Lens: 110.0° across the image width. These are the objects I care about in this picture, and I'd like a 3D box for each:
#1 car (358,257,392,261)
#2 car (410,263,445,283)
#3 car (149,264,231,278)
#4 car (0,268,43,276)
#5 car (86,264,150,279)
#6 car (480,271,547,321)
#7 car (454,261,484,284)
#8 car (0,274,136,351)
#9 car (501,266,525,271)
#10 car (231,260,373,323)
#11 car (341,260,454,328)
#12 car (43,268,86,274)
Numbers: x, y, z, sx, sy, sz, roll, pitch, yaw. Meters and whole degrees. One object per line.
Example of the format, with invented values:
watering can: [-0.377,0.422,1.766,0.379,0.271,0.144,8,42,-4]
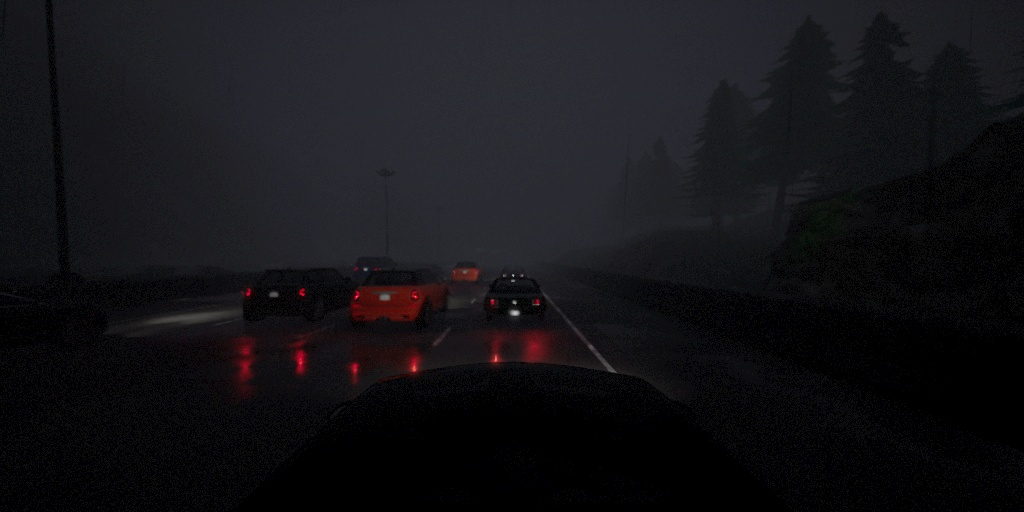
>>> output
car: [-10.405,1.066,28.153,2.150,2.045,5.566,0,0,0]
car: [-6.906,1.375,29.884,1.812,1.442,4.674,0,0,0]
car: [-21.101,1.361,24.226,1.812,1.442,4.674,0,0,0]
car: [-31.601,1.436,23.140,1.895,1.301,4.718,0,0,0]
car: [-24.601,1.314,24.130,1.882,1.535,5.008,0,0,0]
car: [0.097,1.388,12.696,1.895,1.301,4.718,0,0,0]
car: [-3.407,1.194,28.062,2.097,1.767,4.553,0,0,0]
car: [-10.414,1.263,6.394,2.128,1.511,4.902,0,0,0]
car: [0.094,1.440,27.717,1.895,1.301,4.718,0,0,0]
car: [-6.906,1.142,12.527,2.097,1.767,4.553,0,0,0]
car: [-3.405,1.137,11.746,2.097,1.767,4.553,0,0,0]
car: [-28.099,1.402,24.439,1.994,1.385,4.181,0,0,0]
